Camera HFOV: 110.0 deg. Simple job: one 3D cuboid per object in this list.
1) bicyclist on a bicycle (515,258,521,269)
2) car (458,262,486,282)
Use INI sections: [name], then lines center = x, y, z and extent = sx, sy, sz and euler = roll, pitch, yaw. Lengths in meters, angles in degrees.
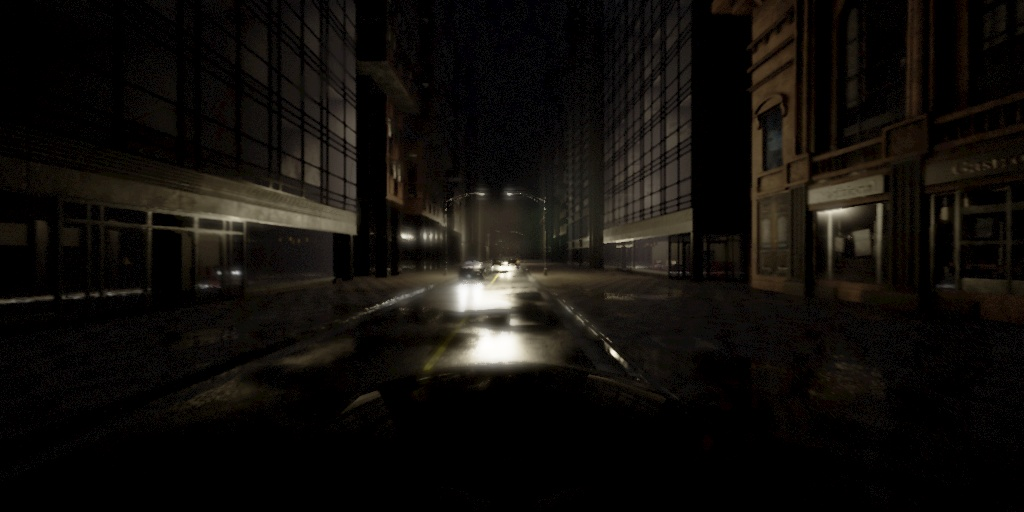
[bicyclist on a bicycle]
center = 0.813, 1.193, 48.277
extent = 0.866, 1.612, 1.509
euler = 0, -1, 0
[car]
center = -3.098, 1.242, 28.737
extent = 2.128, 1.511, 4.902
euler = 0, 0, 0
